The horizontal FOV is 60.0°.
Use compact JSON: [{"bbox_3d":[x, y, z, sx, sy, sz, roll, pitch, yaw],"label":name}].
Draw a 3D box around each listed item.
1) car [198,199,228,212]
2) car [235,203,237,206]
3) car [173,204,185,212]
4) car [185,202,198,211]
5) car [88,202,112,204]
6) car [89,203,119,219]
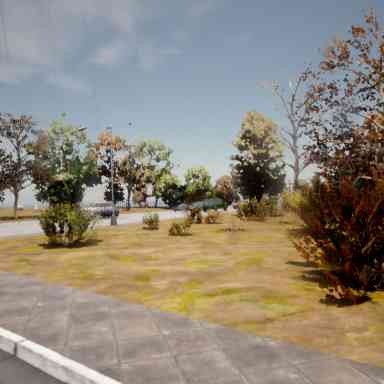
[{"bbox_3d":[3.714,2.100,53.502,2.150,2.045,5.566,-3,-2,32],"label":"car"},{"bbox_3d":[9.365,2.575,62.406,1.895,1.301,4.718,-3,-2,33],"label":"car"},{"bbox_3d":[-1.487,2.797,58.530,1.994,1.385,4.181,-3,-2,32],"label":"car"},{"bbox_3d":[1.302,2.403,56.423,2.097,1.767,4.553,-3,-2,32],"label":"car"},{"bbox_3d":[-12.212,2.305,41.559,2.150,2.045,5.566,-3,-2,32],"label":"car"},{"bbox_3d":[-10.447,2.405,37.769,2.128,1.511,4.902,-3,-2,32],"label":"car"}]
